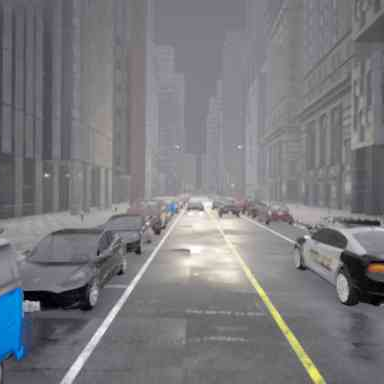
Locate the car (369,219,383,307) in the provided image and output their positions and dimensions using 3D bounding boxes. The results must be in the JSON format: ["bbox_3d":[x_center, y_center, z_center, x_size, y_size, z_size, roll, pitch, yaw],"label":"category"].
[{"bbox_3d":[3.742,1.247,2.153,2.150,2.045,5.566,0,0,0],"label":"car"}]

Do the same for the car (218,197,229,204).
[{"bbox_3d":[6.548,1.695,69.694,1.947,1.339,4.313,0,0,1],"label":"car"}]

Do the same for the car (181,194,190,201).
[{"bbox_3d":[-1.779,1.405,86.696,2.192,1.841,5.009,0,0,1],"label":"car"}]

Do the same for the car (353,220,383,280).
[{"bbox_3d":[5.832,1.579,7.870,1.752,1.417,4.829,0,0,1],"label":"car"}]

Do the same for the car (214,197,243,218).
[{"bbox_3d":[3.403,1.566,31.597,1.837,1.490,4.892,0,0,1],"label":"car"}]

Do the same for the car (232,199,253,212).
[{"bbox_3d":[6.222,1.638,41.516,1.887,1.381,4.507,0,0,1],"label":"car"}]

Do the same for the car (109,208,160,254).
[{"bbox_3d":[-2.629,1.560,13.424,1.947,1.339,4.313,0,0,1],"label":"car"}]

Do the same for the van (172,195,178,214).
[{"bbox_3d":[-2.432,1.355,30.333,1.690,1.788,3.998,0,0,1],"label":"van"}]

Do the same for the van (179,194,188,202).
[{"bbox_3d":[-1.910,1.413,75.423,1.690,1.788,3.998,0,0,1],"label":"van"}]

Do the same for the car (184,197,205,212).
[{"bbox_3d":[0.433,1.609,39.079,1.994,1.385,4.181,0,0,1],"label":"car"}]

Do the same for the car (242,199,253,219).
[{"bbox_3d":[6.091,1.646,30.243,1.947,1.339,4.313,0,0,1],"label":"car"}]

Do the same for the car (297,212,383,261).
[{"bbox_3d":[5.895,1.611,13.336,2.008,1.369,4.403,0,0,1],"label":"car"}]

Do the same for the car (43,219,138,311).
[{"bbox_3d":[-2.694,1.553,7.787,1.947,1.339,4.313,0,0,1],"label":"car"}]

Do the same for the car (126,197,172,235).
[{"bbox_3d":[-2.563,1.315,19.060,2.192,1.841,5.009,0,0,1],"label":"car"}]

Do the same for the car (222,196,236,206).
[{"bbox_3d":[6.418,1.553,58.423,1.967,1.590,4.097,0,0,1],"label":"car"}]

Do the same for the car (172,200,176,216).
[{"bbox_3d":[-2.498,1.552,24.697,1.887,1.381,4.507,0,0,1],"label":"car"}]

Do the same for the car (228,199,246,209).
[{"bbox_3d":[6.287,1.666,47.152,1.947,1.339,4.313,0,0,1],"label":"car"}]

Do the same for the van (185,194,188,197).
[{"bbox_3d":[-2.105,1.388,58.515,1.690,1.788,3.998,0,0,1],"label":"van"}]

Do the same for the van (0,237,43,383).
[{"bbox_3d":[-2.759,1.322,2.151,1.690,1.788,3.998,0,0,1],"label":"van"}]

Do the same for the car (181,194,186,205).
[{"bbox_3d":[-2.236,1.474,47.242,1.967,1.590,4.097,0,0,1],"label":"car"}]

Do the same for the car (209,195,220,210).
[{"bbox_3d":[3.493,1.580,43.051,1.837,1.490,4.892,0,0,1],"label":"car"}]

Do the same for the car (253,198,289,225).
[{"bbox_3d":[6.027,1.513,24.607,1.967,1.590,4.097,0,0,1],"label":"car"}]

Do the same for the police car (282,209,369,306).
[{"bbox_3d":[3.977,1.465,8.238,1.930,1.638,5.238,0,0,1],"label":"police car"}]

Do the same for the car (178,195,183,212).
[{"bbox_3d":[-2.367,1.460,35.970,1.967,1.590,4.097,0,0,1],"label":"car"}]

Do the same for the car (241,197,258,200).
[{"bbox_3d":[6.158,1.401,35.880,2.192,1.841,5.009,0,0,1],"label":"car"}]
